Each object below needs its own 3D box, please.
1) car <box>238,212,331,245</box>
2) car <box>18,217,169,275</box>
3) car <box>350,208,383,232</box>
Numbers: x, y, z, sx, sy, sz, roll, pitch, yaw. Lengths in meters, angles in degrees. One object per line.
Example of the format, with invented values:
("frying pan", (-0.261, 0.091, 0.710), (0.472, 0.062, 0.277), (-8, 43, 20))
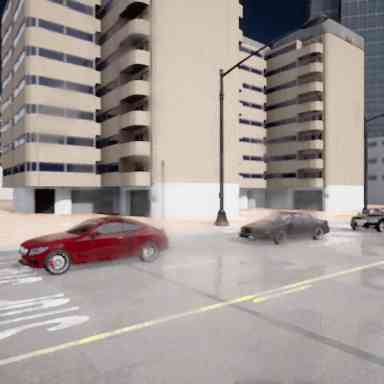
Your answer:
("car", (4.754, 1.699, 16.491), (5.357, 1.411, 2.033), (1, -1, -38))
("car", (-2.906, 1.549, 10.610), (4.674, 1.442, 1.812), (1, 0, -37))
("car", (12.572, 1.833, 22.473), (4.902, 1.511, 2.128), (1, -1, -37))
